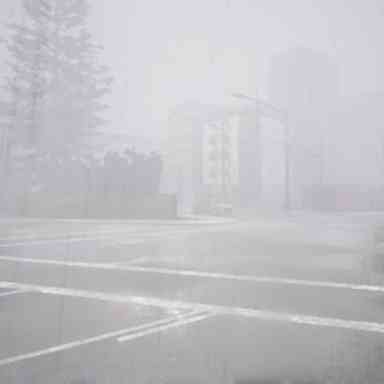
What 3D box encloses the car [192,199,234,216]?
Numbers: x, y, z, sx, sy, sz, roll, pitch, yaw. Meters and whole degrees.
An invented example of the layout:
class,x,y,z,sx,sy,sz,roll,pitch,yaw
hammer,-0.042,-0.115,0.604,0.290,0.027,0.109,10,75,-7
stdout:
class,x,y,z,sx,sy,sz,roll,pitch,yaw
car,1.944,1.418,32.191,1.882,1.535,5.008,0,0,-35
